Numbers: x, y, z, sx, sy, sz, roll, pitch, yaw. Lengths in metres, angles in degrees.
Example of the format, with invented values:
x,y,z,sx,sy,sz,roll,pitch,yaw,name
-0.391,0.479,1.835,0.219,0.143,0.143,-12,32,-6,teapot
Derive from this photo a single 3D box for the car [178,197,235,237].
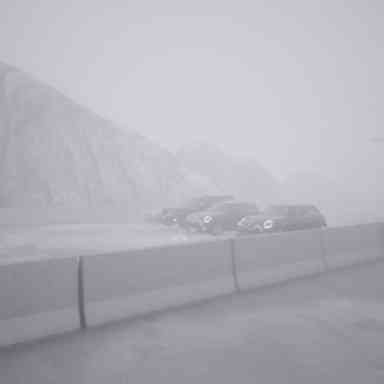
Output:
x,y,z,sx,sy,sz,roll,pitch,yaw,name
1.845,1.331,18.108,4.553,1.767,2.097,0,0,-35,car

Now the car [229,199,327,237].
x,y,z,sx,sy,sz,roll,pitch,yaw,name
4.247,1.330,15.516,4.553,1.767,2.097,0,0,-35,car

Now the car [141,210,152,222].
x,y,z,sx,sy,sz,roll,pitch,yaw,name
-1.315,1.579,24.436,4.718,1.301,1.895,0,0,-35,car

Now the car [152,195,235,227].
x,y,z,sx,sy,sz,roll,pitch,yaw,name
0.571,1.205,21.484,5.566,2.045,2.150,0,0,-35,car
